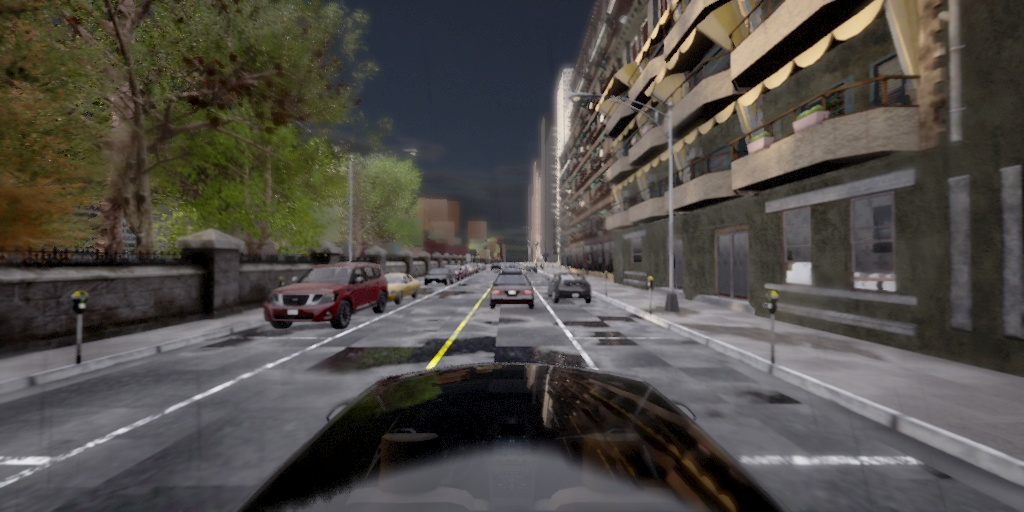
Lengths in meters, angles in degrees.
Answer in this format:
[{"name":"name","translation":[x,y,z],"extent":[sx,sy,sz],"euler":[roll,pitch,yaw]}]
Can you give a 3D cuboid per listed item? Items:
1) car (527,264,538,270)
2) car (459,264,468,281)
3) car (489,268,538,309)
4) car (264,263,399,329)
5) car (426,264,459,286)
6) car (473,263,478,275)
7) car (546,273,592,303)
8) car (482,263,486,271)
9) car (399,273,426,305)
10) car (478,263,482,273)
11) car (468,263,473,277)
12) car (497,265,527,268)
[{"name":"car","translation":[2.687,1.778,50.580],"extent":[2.007,1.370,4.403],"euler":[0,0,0]},{"name":"car","translation":[-5.692,1.501,33.962],"extent":[1.967,1.591,4.097],"euler":[0,0,0]},{"name":"car","translation":[0.001,1.432,15.845],"extent":[2.033,1.411,5.357],"euler":[0,-1,0]},{"name":"car","translation":[-5.692,1.160,11.808],"extent":[2.192,1.841,5.009],"euler":[0,0,0]},{"name":"car","translation":[-5.692,1.572,28.424],"extent":[1.948,1.339,4.313],"euler":[0,0,0]},{"name":"car","translation":[-5.693,1.697,44.868],"extent":[1.751,1.417,4.829],"euler":[0,0,0]},{"name":"car","translation":[2.689,1.449,17.349],"extent":[2.007,1.370,4.403],"euler":[0,0,0]},{"name":"car","translation":[-5.771,1.890,61.652],"extent":[2.007,1.370,4.403],"euler":[0,0,0]},{"name":"car","translation":[-5.692,1.424,17.176],"extent":[1.751,1.417,4.829],"euler":[0,0,0]},{"name":"car","translation":[-5.693,1.667,50.577],"extent":[1.967,1.591,4.097],"euler":[0,0,0]},{"name":"car","translation":[-5.692,1.698,39.500],"extent":[1.802,1.307,4.207],"euler":[0,0,0]},{"name":"car","translation":[0.001,1.578,30.844],"extent":[2.033,1.411,5.357],"euler":[0,-1,0]}]
